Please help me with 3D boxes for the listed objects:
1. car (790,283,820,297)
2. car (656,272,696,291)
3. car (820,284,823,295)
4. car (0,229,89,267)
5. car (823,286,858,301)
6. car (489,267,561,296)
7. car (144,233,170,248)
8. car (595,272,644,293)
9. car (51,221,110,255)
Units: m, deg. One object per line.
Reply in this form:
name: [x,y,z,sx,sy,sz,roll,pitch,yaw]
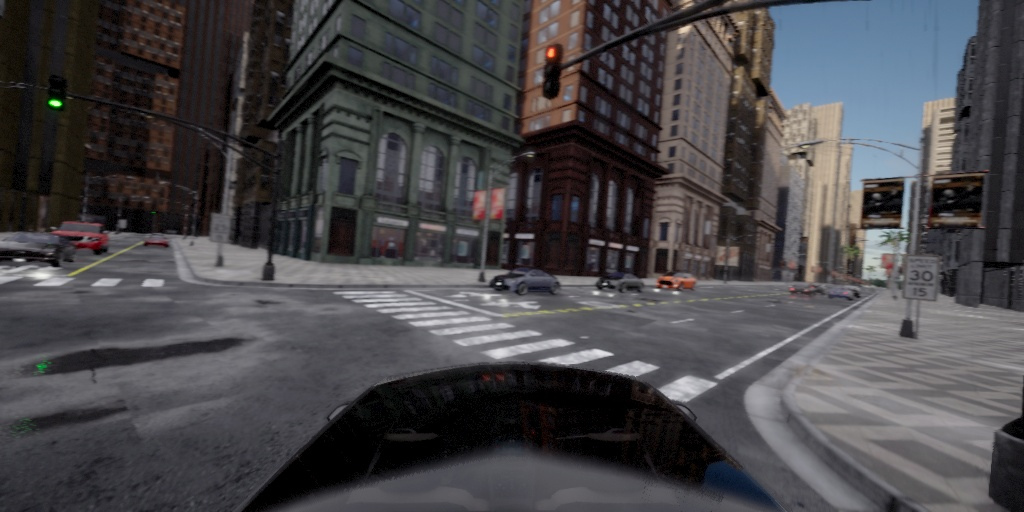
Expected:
car: [33.858,3.957,41.688,4.718,1.301,1.895,4,0,-43]
car: [15.231,2.242,33.206,4.553,1.767,2.097,4,0,-43]
car: [41.231,4.434,48.667,4.892,1.490,1.837,4,0,-44]
car: [-21.085,-0.357,15.986,2.033,1.411,5.357,5,-1,-44]
car: [36.252,4.096,39.495,5.357,1.411,2.033,4,0,-43]
car: [0.792,1.330,19.548,4.181,1.385,1.994,4,0,-43]
car: [-40.005,-1.738,40.444,1.994,1.385,4.181,5,-1,-43]
car: [7.975,1.888,26.345,4.181,1.385,1.994,4,0,-42]
car: [-28.420,-1.239,23.706,2.150,2.045,5.566,5,-1,-44]
